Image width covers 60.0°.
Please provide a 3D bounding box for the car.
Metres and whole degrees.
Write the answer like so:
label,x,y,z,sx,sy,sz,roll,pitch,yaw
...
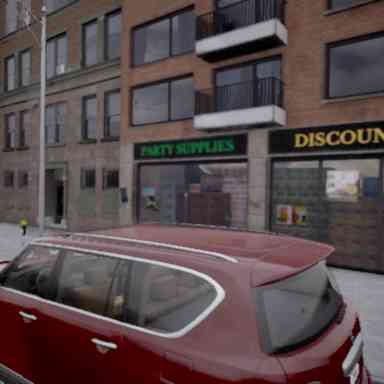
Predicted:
label,x,y,z,sx,sy,sz,roll,pitch,yaw
car,-0.829,1.280,3.674,5.009,1.841,2.192,1,1,36
